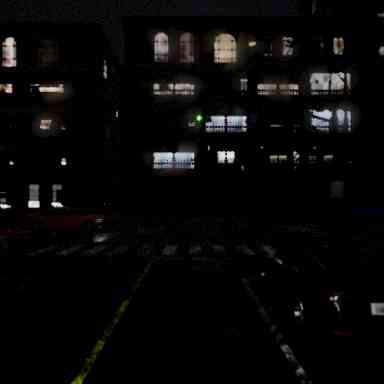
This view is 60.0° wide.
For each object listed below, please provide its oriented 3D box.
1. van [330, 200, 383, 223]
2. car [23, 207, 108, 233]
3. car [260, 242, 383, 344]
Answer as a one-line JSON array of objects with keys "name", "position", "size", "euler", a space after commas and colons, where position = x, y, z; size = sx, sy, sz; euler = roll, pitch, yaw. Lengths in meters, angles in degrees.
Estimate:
[{"name": "van", "position": [13.059, 1.529, 26.125], "size": [3.998, 1.788, 1.690], "euler": [0, -1, 0]}, {"name": "car", "position": [-7.789, 1.700, 20.683], "size": [5.008, 1.535, 1.882], "euler": [0, -1, 0]}, {"name": "car", "position": [2.567, 1.626, 6.540], "size": [1.947, 1.339, 4.313], "euler": [1, -1, 0]}]
